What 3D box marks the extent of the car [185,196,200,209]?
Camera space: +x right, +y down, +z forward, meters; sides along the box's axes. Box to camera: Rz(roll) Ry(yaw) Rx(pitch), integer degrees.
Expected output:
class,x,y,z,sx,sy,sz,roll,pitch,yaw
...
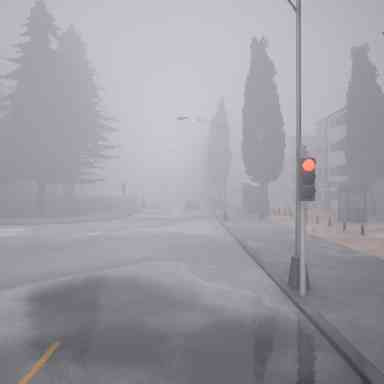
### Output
class,x,y,z,sx,sy,sz,roll,pitch,yaw
car,0.077,1.564,45.512,1.994,1.385,4.181,0,0,0

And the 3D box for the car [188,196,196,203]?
class,x,y,z,sx,sy,sz,roll,pitch,yaw
car,0.012,1.669,73.090,1.882,1.535,5.008,0,0,0
